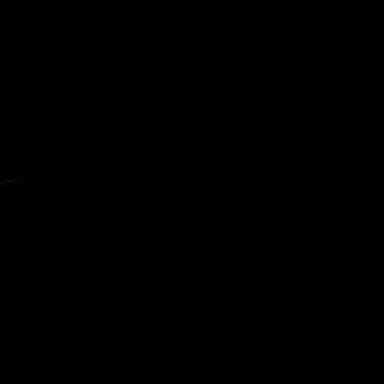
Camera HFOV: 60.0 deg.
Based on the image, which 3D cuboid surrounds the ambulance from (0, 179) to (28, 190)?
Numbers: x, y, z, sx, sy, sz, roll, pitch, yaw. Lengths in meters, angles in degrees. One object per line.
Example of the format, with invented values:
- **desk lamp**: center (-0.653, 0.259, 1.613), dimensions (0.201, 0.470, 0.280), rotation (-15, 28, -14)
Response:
- **ambulance**: center (-41.872, -1.779, 77.808), dimensions (2.351, 2.431, 6.366), rotation (1, 1, 35)
